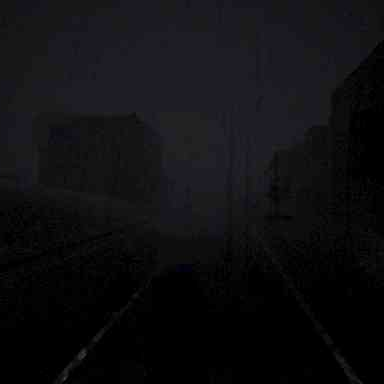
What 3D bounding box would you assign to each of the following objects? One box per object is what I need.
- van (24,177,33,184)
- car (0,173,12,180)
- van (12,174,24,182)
[{"bbox_3d":[-31.139,-1.709,60.639,1.878,1.987,4.442,1,-3,-10],"label":"van"},{"bbox_3d":[-29.270,-2.072,49.590,2.002,1.452,4.674,1,-3,-8],"label":"car"},{"bbox_3d":[-30.145,-2.030,55.200,1.878,1.987,4.442,1,-3,-9],"label":"van"}]
